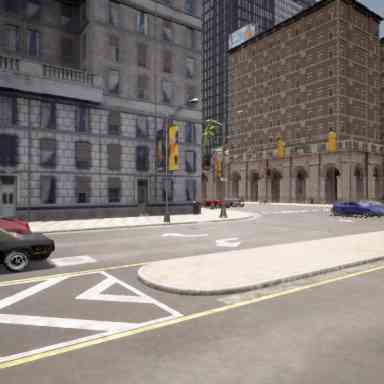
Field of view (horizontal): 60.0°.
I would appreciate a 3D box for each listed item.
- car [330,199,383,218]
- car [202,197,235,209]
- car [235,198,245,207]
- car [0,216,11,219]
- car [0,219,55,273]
[{"bbox_3d":[14.851,1.525,29.985,1.812,1.442,4.674,0,0,-35],"label":"car"},{"bbox_3d":[3.301,1.478,46.429,1.882,1.535,5.008,0,0,-35],"label":"car"},{"bbox_3d":[5.730,1.491,49.061,2.128,1.511,4.902,0,0,-35],"label":"car"},{"bbox_3d":[-8.424,1.526,12.126,4.674,1.442,1.812,0,0,-35],"label":"car"},{"bbox_3d":[-6.480,1.601,9.221,4.718,1.301,1.895,0,0,-35],"label":"car"}]
